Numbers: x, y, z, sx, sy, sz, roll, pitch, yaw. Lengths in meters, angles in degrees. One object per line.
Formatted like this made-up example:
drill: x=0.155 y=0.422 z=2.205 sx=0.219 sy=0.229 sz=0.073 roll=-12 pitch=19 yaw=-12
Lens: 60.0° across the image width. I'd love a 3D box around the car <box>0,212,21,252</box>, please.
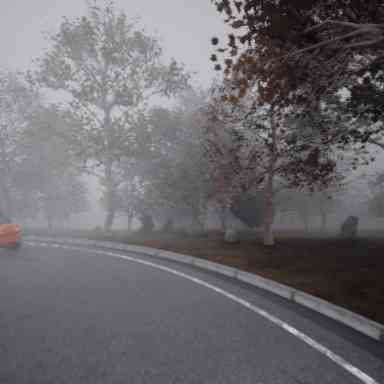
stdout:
car: x=-9.102 y=1.557 z=13.401 sx=4.553 sy=1.767 sz=2.097 roll=-1 pitch=0 yaw=28
